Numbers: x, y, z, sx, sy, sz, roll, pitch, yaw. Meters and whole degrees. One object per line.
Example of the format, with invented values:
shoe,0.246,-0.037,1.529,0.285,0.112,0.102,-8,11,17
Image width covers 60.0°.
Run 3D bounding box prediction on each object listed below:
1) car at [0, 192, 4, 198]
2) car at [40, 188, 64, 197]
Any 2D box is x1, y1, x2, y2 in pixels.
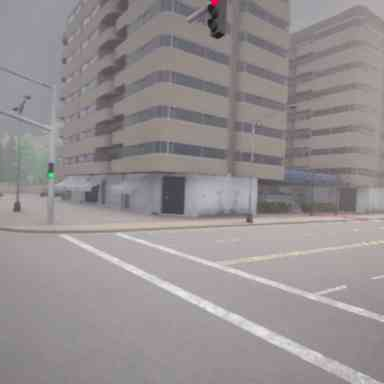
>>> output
car,-28.631,0.192,46.256,2.033,1.411,5.357,2,0,6
car,-24.675,0.074,59.476,2.097,1.767,4.553,2,0,31
